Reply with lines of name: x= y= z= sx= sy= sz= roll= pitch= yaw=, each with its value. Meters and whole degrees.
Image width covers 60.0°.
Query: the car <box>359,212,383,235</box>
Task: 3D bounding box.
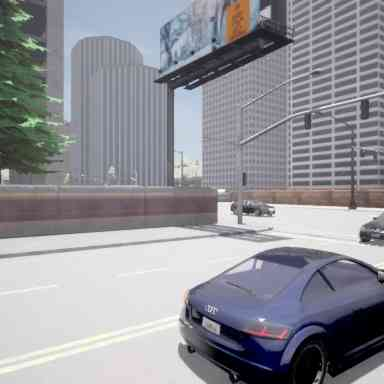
car: x=9.398 y=1.525 z=14.944 sx=4.674 sy=1.442 sz=1.812 roll=0 pitch=0 yaw=-36

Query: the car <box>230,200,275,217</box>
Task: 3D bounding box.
car: x=5.706 y=1.491 z=31.572 sx=2.128 sy=1.511 sz=4.902 roll=0 pitch=0 yaw=-34

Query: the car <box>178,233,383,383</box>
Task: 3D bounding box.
car: x=1.871 y=1.564 z=5.121 sx=4.181 sy=1.385 sz=1.994 roll=0 pitch=0 yaw=-35
